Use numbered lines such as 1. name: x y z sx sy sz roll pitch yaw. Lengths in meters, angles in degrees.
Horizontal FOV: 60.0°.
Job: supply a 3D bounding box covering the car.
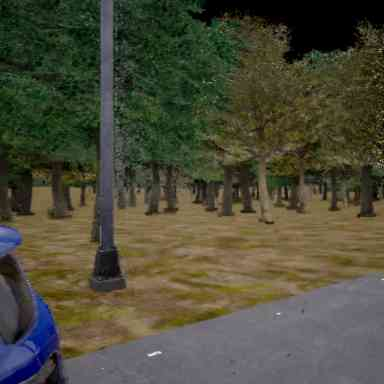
1. car: -3.285 1.220 0.996 5.566 2.045 2.150 0 0 -35
